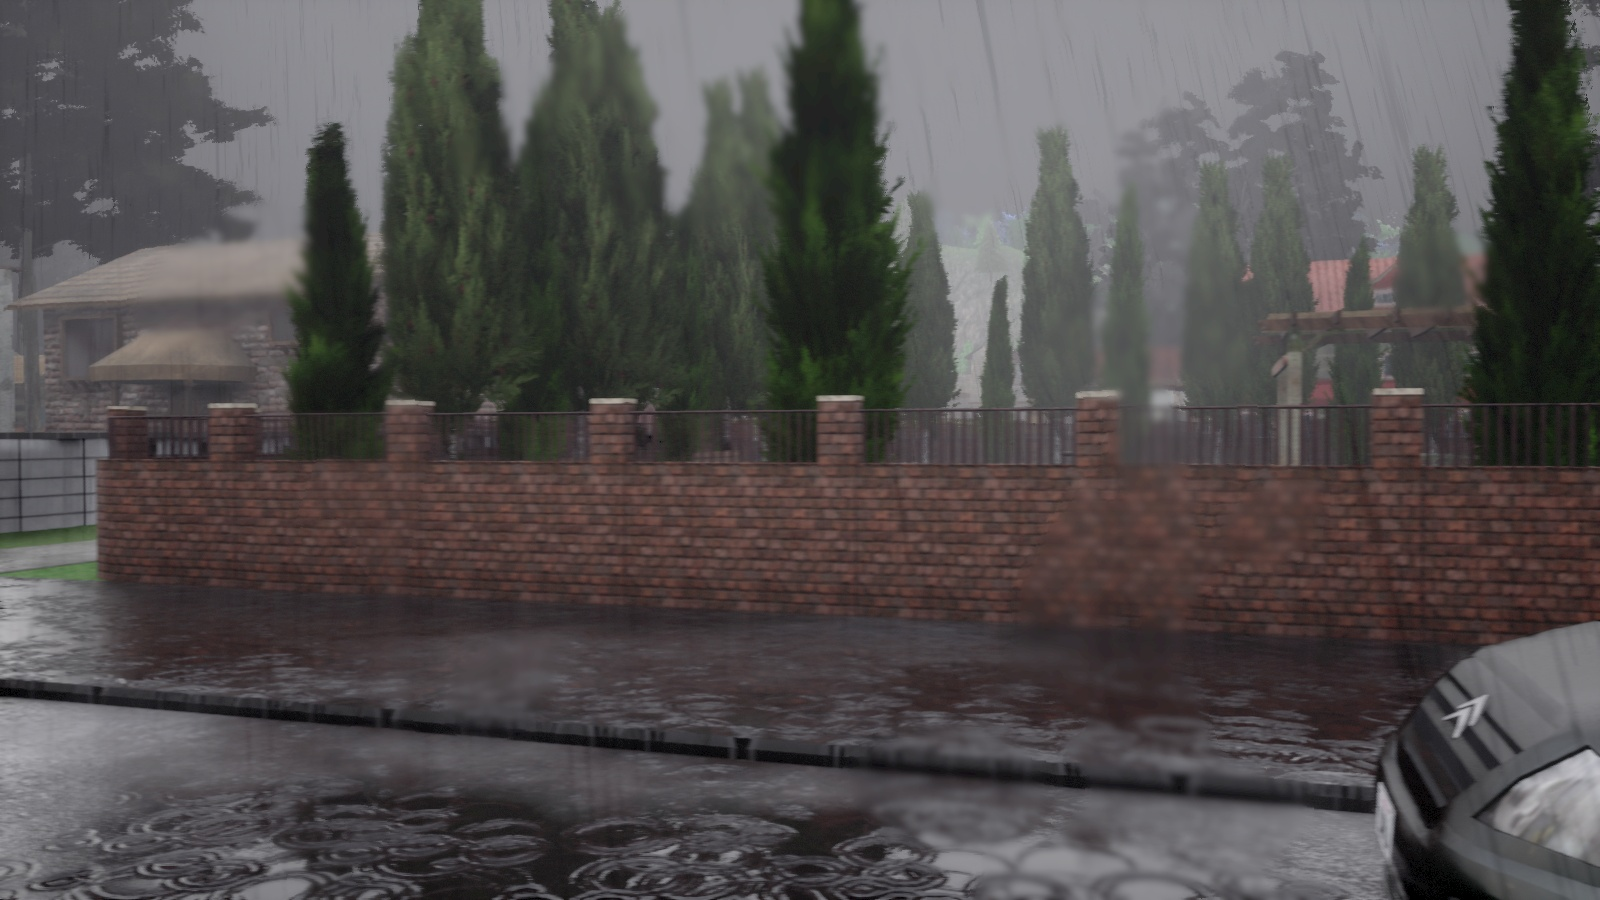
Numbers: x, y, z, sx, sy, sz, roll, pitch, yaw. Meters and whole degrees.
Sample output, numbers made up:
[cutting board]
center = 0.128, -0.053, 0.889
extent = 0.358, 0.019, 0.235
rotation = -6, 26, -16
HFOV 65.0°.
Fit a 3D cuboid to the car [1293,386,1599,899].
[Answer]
[car]
center = 3.230, 0.695, 2.633
extent = 3.988, 1.617, 1.851
rotation = 1, 1, 19
